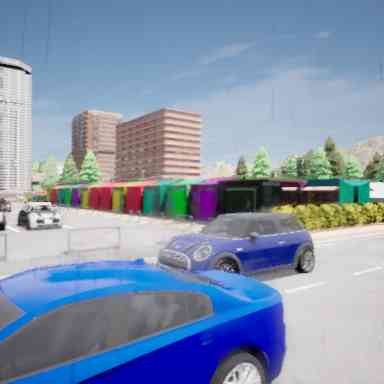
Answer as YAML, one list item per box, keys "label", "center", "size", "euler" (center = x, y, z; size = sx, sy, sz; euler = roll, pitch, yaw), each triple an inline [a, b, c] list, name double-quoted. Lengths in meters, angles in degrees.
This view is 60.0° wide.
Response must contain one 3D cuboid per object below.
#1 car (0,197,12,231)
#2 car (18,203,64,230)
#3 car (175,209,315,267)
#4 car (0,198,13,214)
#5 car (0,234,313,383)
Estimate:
- label: "car"
  center: [-11.426, 1.163, 18.233]
  size: [1.905, 1.878, 3.866]
  euler: [0, 0, -37]
- label: "car"
  center: [-9.108, 1.415, 19.966]
  size: [1.970, 1.475, 3.806]
  euler: [0, 0, -37]
- label: "car"
  center: [1.317, 1.382, 9.188]
  size: [4.553, 1.767, 2.097]
  euler: [0, 0, -35]
- label: "car"
  center: [-19.634, 1.382, 33.906]
  size: [1.784, 1.438, 3.905]
  euler: [0, 0, -37]
- label: "car"
  center: [-1.247, 1.481, 3.086]
  size: [5.008, 1.535, 1.882]
  euler: [0, 0, -35]
